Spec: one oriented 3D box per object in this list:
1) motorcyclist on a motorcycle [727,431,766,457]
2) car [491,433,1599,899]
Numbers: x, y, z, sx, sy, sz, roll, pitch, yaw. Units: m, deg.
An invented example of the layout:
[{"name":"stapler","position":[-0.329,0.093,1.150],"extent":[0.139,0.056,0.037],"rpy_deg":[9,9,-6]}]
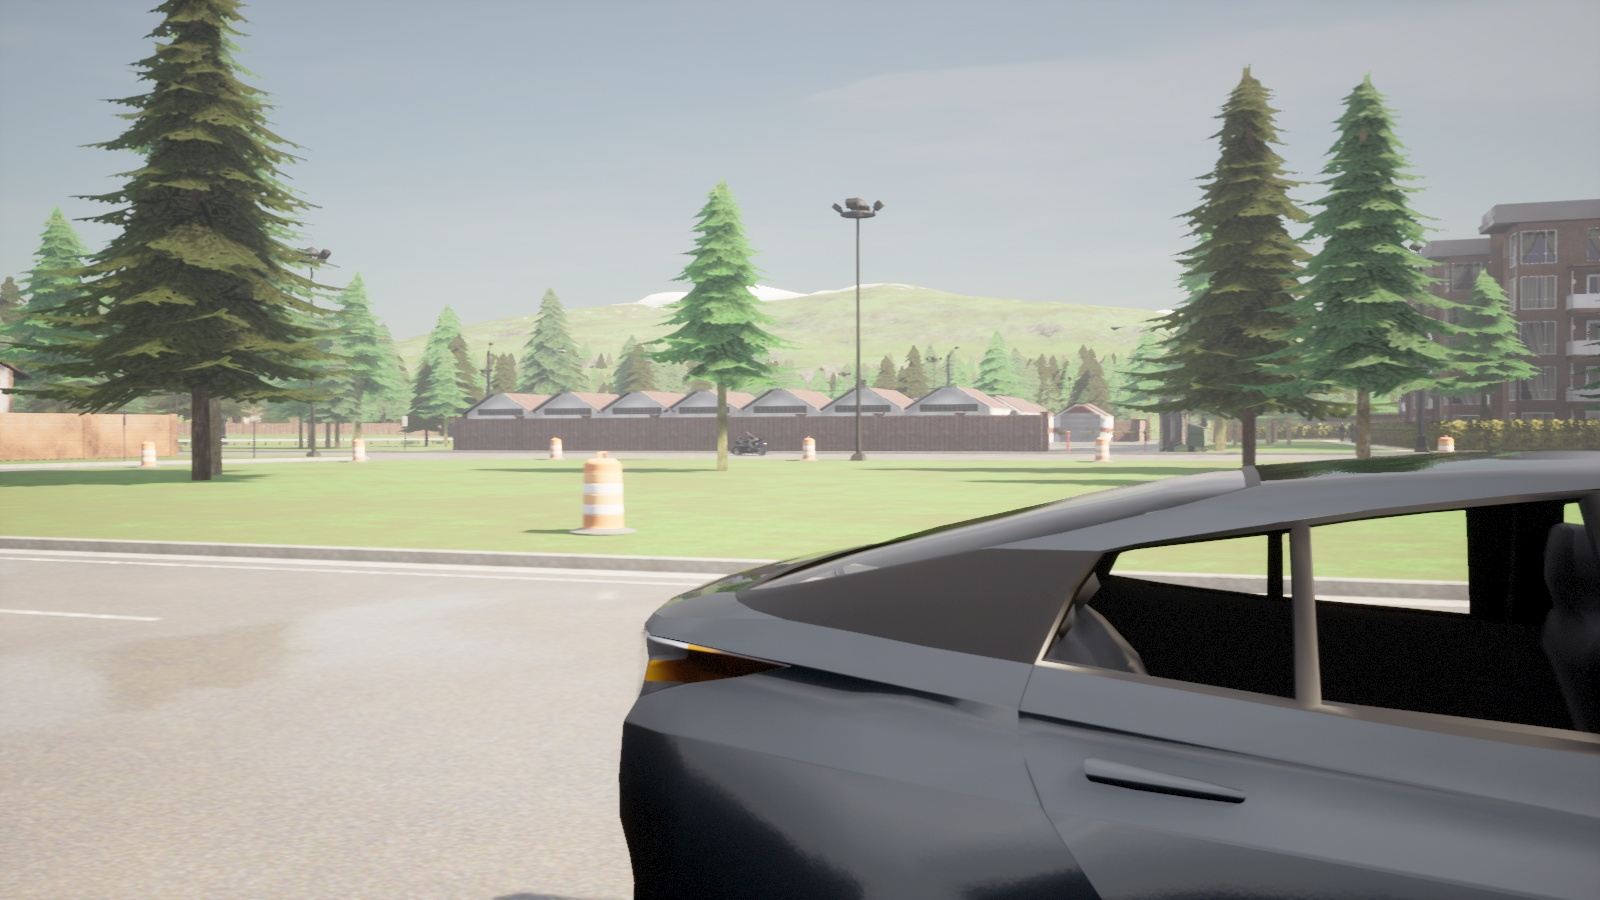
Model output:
[{"name":"motorcyclist on a motorcycle","position":[-3.289,-0.374,76.739],"extent":[2.191,1.530,0.866],"rpy_deg":[1,1,19]},{"name":"car","position":[1.886,0.739,2.558],"extent":[4.514,1.525,2.007],"rpy_deg":[1,1,19]}]
